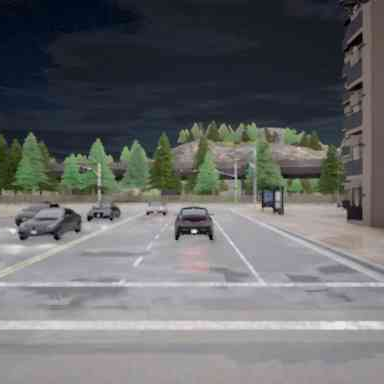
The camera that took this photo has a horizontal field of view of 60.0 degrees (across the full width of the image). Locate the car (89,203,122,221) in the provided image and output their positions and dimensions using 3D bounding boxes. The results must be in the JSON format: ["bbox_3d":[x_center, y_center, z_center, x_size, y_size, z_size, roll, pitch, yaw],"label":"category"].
[{"bbox_3d":[-7.065,1.582,27.093,1.994,1.385,4.181,0,0,0],"label":"car"}]

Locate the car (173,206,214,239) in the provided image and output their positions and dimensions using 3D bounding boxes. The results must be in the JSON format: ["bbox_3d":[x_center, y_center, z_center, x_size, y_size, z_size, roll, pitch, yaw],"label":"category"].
[{"bbox_3d":[0.100,1.515,17.333,1.837,1.490,4.892,0,0,0],"label":"car"}]

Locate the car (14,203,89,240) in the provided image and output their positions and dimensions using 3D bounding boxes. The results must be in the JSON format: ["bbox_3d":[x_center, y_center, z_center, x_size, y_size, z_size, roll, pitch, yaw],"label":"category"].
[{"bbox_3d":[-7.091,1.537,17.180,1.812,1.442,4.674,0,0,-1],"label":"car"}]

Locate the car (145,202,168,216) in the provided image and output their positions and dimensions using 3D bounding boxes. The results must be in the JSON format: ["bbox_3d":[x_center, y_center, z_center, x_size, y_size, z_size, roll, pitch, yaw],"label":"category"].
[{"bbox_3d":[-3.398,1.622,33.016,1.895,1.301,4.718,0,0,0],"label":"car"}]

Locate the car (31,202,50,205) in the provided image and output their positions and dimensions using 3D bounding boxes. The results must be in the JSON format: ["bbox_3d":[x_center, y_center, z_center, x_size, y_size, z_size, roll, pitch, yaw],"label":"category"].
[{"bbox_3d":[-10.572,1.520,23.495,1.837,1.490,4.892,0,0,0],"label":"car"}]
